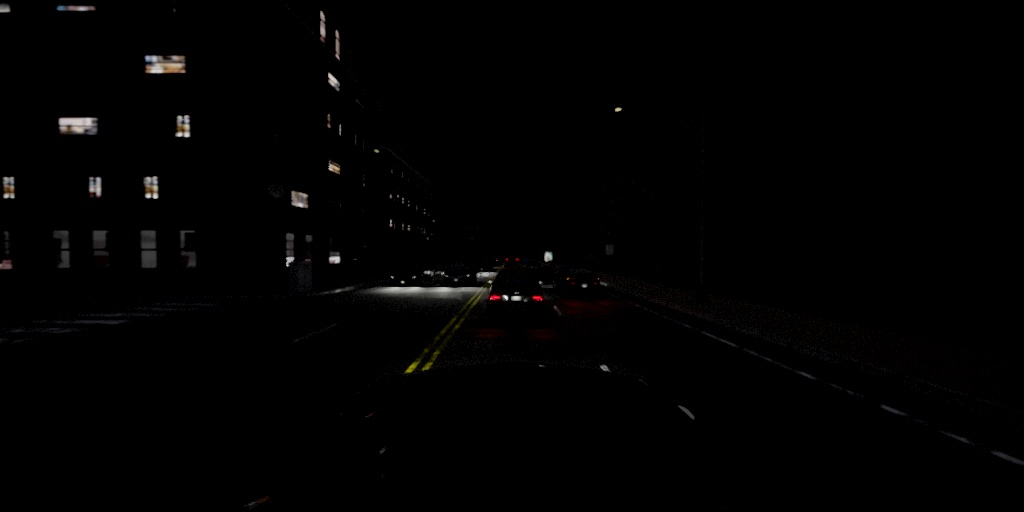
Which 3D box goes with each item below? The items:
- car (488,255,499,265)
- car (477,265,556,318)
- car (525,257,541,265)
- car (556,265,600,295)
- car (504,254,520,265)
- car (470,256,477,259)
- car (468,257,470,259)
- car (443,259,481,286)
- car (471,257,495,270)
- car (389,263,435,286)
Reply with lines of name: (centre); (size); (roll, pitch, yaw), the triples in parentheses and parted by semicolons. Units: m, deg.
car: (-3.246, 0.595, 59.046); (2.097, 1.767, 4.553); (0, 0, 0)
car: (0.119, 1.222, 12.630); (2.033, 1.411, 5.357); (1, 0, 0)
car: (3.255, 1.019, 54.429); (1.994, 1.385, 4.181); (0, 0, 0)
car: (3.351, 1.177, 18.873); (1.812, 1.442, 4.674); (0, 0, 0)
car: (0.004, 0.680, 54.041); (2.150, 2.045, 5.566); (0, 0, 0)
car: (-6.496, 0.694, 59.016); (2.033, 1.411, 5.357); (0, 0, 0)
car: (-6.586, 1.073, 42.488); (2.033, 1.411, 5.357); (0, 0, 0)
car: (-3.357, 1.153, 23.860); (1.812, 1.442, 4.674); (0, 0, 0)
car: (-3.337, 1.127, 42.033); (1.895, 1.301, 4.718); (0, 0, 0)
car: (-6.599, 1.174, 24.302); (2.033, 1.411, 5.357); (0, 0, 0)
